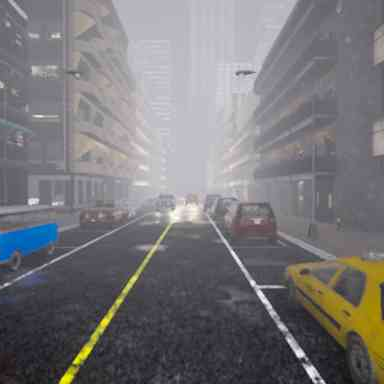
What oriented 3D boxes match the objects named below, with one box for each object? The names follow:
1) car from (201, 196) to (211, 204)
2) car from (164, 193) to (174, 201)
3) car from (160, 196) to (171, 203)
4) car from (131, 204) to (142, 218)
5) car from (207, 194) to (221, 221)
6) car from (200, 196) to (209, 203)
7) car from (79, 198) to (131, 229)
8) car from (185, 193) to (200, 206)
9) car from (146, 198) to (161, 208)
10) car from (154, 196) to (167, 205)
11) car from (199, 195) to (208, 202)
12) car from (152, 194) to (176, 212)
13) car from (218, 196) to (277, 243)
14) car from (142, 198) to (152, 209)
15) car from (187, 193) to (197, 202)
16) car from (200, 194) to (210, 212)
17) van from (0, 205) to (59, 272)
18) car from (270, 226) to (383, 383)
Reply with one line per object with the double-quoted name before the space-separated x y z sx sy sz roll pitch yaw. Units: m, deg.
"car" 2.688 1.519 66.611 1.752 1.417 4.829 -1 0 0
"car" -5.693 1.308 83.278 2.192 1.841 5.009 -1 0 0
"car" -5.691 1.544 72.073 2.008 1.369 4.403 -1 0 0
"car" -5.704 1.547 27.257 2.008 1.369 4.403 -1 0 0
"car" 2.680 1.311 27.227 2.192 1.841 5.009 -1 0 0
"car" 2.689 1.559 72.043 1.947 1.339 4.313 -1 0 0
"car" -5.691 1.312 21.655 2.192 1.841 5.009 -1 0 0
"car" 0.007 1.215 56.265 2.150 2.045 5.566 0 0 0
"car" -5.694 1.576 49.665 1.802 1.307 4.206 -1 0 0
"car" -5.692 1.544 60.870 2.008 1.369 4.403 -1 0 0
"car" 2.688 1.433 77.646 1.967 1.590 4.097 -1 0 0
"car" -3.082 1.214 39.809 2.150 2.045 5.566 0 0 1
"car" 2.679 1.313 16.023 2.192 1.841 5.009 -1 0 0
"car" -5.694 1.577 44.063 1.802 1.307 4.206 -1 0 0
"car" 0.009 1.217 73.007 2.097 1.767 4.553 0 0 0
"car" 2.398 1.215 38.093 2.150 2.045 5.566 0 0 0
"van" -5.669 1.340 10.450 1.690 1.788 3.998 -1 0 0
"car" 2.680 1.525 4.989 1.752 1.417 4.829 -1 0 0
